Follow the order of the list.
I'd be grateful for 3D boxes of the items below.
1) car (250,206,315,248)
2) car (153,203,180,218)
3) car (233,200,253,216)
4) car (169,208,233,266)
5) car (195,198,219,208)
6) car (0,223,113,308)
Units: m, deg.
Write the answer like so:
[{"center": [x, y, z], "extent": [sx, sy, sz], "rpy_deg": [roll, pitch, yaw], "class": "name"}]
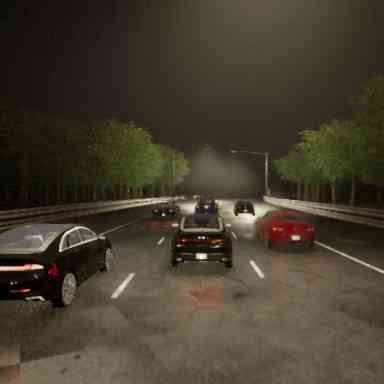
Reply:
[{"center": [3.933, 1.530, 14.628], "extent": [1.812, 1.442, 4.674], "rpy_deg": [0, 0, 2], "class": "car"}, {"center": [-2.196, 1.597, 29.797], "extent": [1.895, 1.301, 4.718], "rpy_deg": [0, 0, 4], "class": "car"}, {"center": [5.055, 1.528, 32.504], "extent": [1.812, 1.442, 4.674], "rpy_deg": [0, 0, 5], "class": "car"}, {"center": [0.334, 1.506, 11.501], "extent": [1.837, 1.490, 4.892], "rpy_deg": [0, 0, 2], "class": "car"}, {"center": [1.430, 1.351, 31.081], "extent": [2.097, 1.767, 4.553], "rpy_deg": [0, 0, 4], "class": "car"}, {"center": [-3.264, 1.489, 7.891], "extent": [2.128, 1.511, 4.902], "rpy_deg": [0, 0, 1], "class": "car"}]
